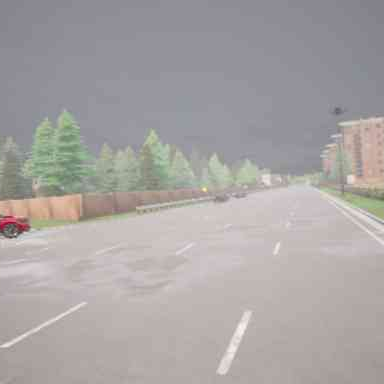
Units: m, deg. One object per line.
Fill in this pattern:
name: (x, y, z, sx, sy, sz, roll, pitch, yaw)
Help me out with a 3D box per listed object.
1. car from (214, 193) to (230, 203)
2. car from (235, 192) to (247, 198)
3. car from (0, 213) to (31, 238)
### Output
car: (5.023, 0.982, 55.525, 1.837, 1.490, 4.892, -4, 1, 19)
car: (10.682, 0.595, 72.025, 1.994, 1.385, 4.181, -4, 0, 19)
car: (-13.408, 2.040, 21.273, 5.566, 2.045, 2.150, -4, 1, -21)
